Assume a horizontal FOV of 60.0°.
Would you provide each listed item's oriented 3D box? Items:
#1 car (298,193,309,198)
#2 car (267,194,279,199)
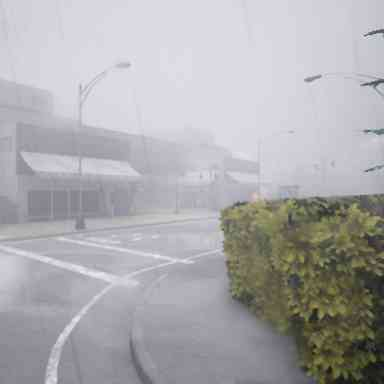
[{"bbox_3d":[25.273,1.314,78.133,2.007,1.523,4.514,0,0,37],"label":"car"},{"bbox_3d":[18.107,1.248,74.705,1.970,1.475,3.806,0,0,37],"label":"car"}]
